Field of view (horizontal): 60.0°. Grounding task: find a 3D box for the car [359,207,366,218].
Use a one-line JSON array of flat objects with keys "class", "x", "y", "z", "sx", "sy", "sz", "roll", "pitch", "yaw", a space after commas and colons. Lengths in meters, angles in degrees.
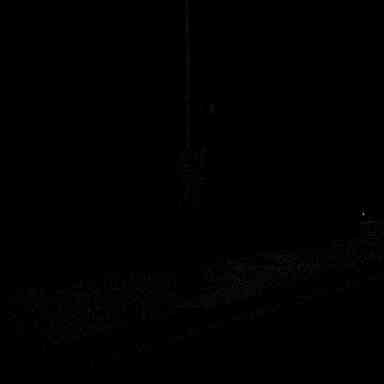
[{"class": "car", "x": 11.091, "y": 1.312, "z": 26.231, "sx": 2.128, "sy": 1.511, "sz": 4.902, "roll": 0, "pitch": 1, "yaw": -34}]
